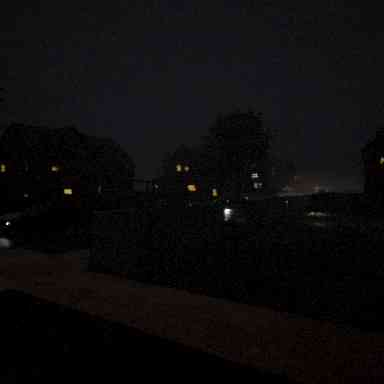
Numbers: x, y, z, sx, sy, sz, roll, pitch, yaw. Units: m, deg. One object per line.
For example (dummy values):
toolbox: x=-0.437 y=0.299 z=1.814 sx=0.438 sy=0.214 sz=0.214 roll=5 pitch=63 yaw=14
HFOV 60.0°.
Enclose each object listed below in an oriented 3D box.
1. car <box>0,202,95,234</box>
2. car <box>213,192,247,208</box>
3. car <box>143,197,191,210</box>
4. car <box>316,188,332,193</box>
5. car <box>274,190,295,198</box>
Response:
car: x=-7.652 y=1.282 z=17.840 sx=2.033 sy=1.411 sz=5.357 roll=1 pitch=2 yaw=34
car: x=3.997 y=0.764 z=34.247 sx=1.837 sy=1.490 sz=4.892 roll=1 pitch=2 yaw=35
car: x=-1.868 y=1.062 z=26.006 sx=1.994 sy=1.385 sz=4.181 roll=1 pitch=2 yaw=36
car: x=21.178 y=0.207 z=53.313 sx=1.837 sy=1.490 sz=4.892 roll=1 pitch=2 yaw=35
car: x=13.161 y=0.424 z=46.974 sx=1.812 sy=1.442 sz=4.674 roll=1 pitch=2 yaw=36
